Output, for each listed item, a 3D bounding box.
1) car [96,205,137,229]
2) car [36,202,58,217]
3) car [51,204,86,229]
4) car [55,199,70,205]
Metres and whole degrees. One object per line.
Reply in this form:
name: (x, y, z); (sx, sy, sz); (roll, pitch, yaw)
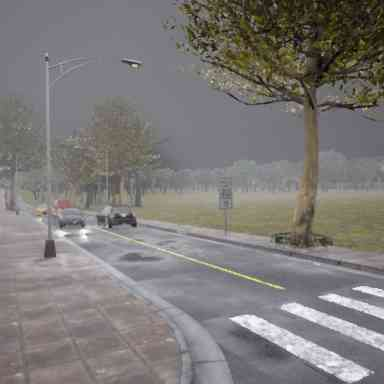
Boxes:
car: (-5.865, 1.747, 25.303); (2.097, 1.767, 4.553); (-1, -1, -29)
car: (-18.656, 2.352, 42.255); (1.882, 1.535, 5.008); (-1, -1, -29)
car: (-9.621, 1.989, 25.980); (1.837, 1.490, 4.892); (-1, -1, -29)
car: (-19.344, 2.144, 49.286); (2.150, 2.045, 5.566); (-1, -1, -29)
